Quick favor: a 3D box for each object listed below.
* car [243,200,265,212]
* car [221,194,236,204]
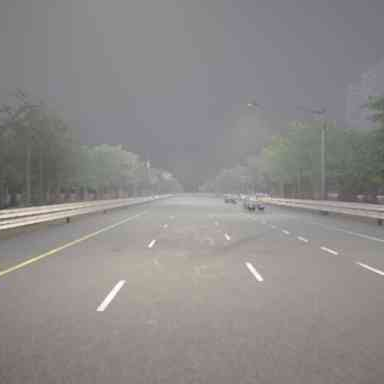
[{"bbox_3d":[7.064,1.604,38.528,1.895,1.301,4.718,0,0,0],"label":"car"},{"bbox_3d":[7.125,1.528,63.460,1.812,1.442,4.674,0,0,0],"label":"car"}]
